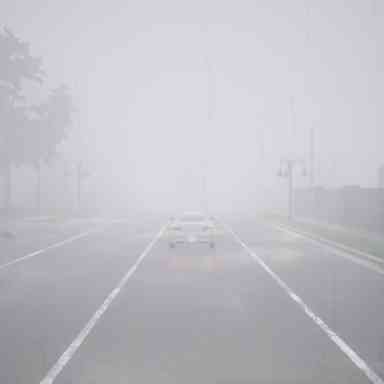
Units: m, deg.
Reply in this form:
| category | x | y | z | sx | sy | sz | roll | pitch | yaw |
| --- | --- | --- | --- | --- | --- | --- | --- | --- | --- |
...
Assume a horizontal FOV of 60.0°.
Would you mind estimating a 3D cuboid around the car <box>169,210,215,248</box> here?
| category | x | y | z | sx | sy | sz | roll | pitch | yaw |
| --- | --- | --- | --- | --- | --- | --- | --- | --- | --- |
| car | 0.000 | 1.532 | 14.650 | 1.812 | 1.442 | 4.674 | 0 | 0 | 0 |
